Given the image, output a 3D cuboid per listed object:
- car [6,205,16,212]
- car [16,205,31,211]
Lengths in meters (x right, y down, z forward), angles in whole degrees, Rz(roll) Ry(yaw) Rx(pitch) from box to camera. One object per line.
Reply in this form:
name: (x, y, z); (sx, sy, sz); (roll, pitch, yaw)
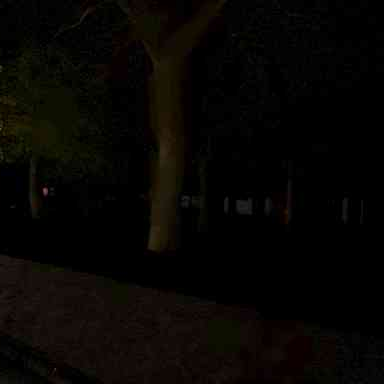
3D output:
car: (-44.562, 4.068, 82.475); (1.837, 1.490, 4.892); (0, -3, -10)
car: (-41.294, 4.037, 82.639); (1.837, 1.490, 4.892); (0, -3, -10)
